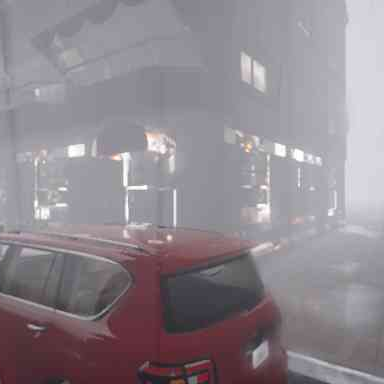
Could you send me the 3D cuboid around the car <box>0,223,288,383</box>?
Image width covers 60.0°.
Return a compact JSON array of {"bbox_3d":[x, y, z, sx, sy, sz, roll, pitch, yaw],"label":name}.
[{"bbox_3d":[-1.428,1.295,3.901,5.009,1.841,2.192,0,0,35],"label":"car"}]
